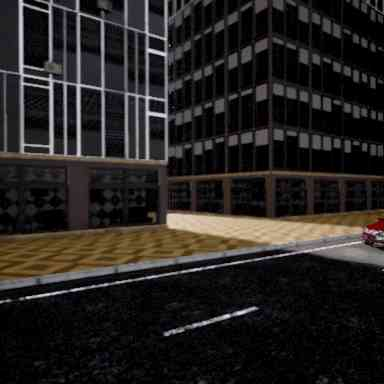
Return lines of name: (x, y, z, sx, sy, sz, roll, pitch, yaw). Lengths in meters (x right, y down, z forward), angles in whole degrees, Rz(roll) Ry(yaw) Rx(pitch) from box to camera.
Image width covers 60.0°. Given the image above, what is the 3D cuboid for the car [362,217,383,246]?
car: (9.179, 1.529, 14.226, 4.674, 1.442, 1.812, 0, 0, -36)
